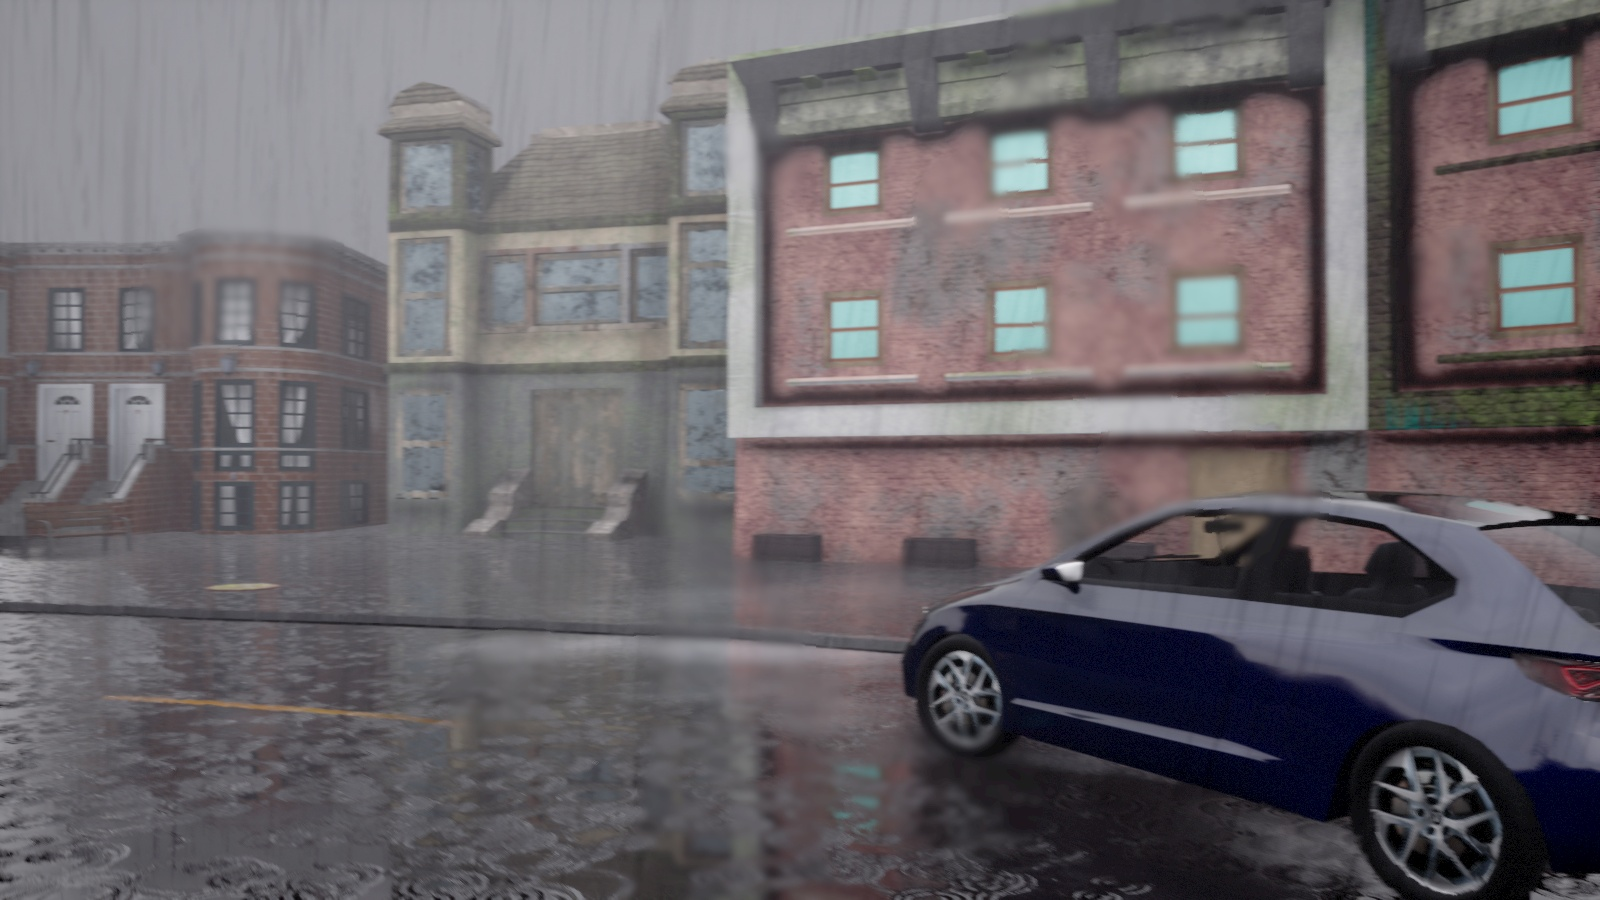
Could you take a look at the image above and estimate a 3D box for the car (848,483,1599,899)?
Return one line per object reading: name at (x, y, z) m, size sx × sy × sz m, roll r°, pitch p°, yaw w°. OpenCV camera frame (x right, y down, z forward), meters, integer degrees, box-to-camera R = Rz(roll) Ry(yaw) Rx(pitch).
car at (2.144, 0.916, 6.231) m, size 1.816 × 1.474 × 4.193 m, roll 0°, pitch -1°, yaw -31°
